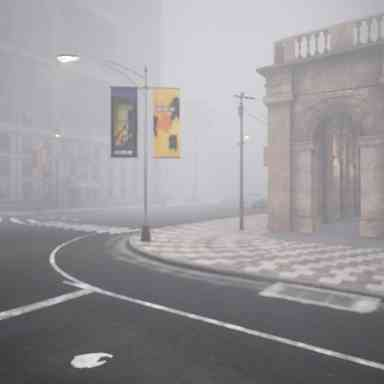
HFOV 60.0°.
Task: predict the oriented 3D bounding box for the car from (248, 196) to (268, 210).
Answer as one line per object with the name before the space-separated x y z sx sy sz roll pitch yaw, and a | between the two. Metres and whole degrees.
car | 9.340 1.559 42.819 1.994 1.385 4.181 0 0 36

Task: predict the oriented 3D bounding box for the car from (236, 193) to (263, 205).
car | 10.197 1.215 56.062 2.150 2.045 5.566 0 0 36

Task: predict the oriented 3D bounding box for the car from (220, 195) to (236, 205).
car | 6.752 1.341 57.280 2.097 1.767 4.553 0 0 36
